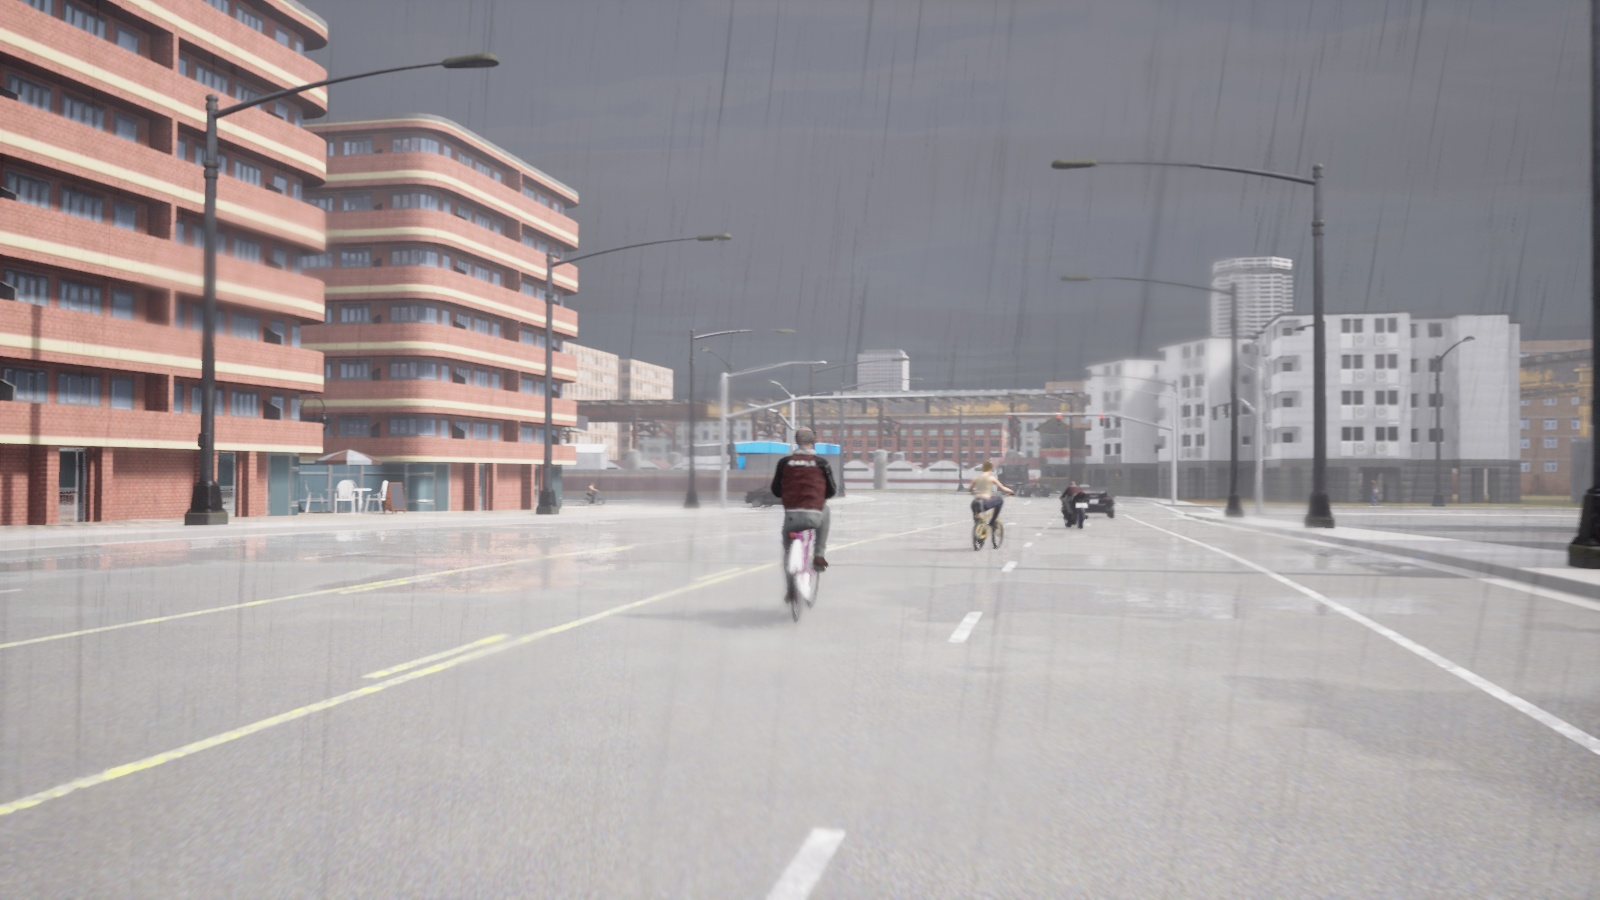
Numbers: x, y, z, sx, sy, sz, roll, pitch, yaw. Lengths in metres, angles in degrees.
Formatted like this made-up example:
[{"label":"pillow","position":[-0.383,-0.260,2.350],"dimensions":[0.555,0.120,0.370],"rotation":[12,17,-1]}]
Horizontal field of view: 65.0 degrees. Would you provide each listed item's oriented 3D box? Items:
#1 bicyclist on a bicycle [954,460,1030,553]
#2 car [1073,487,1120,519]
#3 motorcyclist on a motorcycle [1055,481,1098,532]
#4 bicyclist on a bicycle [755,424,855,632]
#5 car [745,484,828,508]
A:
[{"label":"bicyclist on a bicycle","position":[3.476,1.013,22.673],"dimensions":[0.866,1.612,1.509],"rotation":[0,-2,29]},{"label":"car","position":[14.336,2.540,60.916],"dimensions":[2.163,1.488,4.792],"rotation":[0,-2,12]},{"label":"motorcyclist on a motorcycle","position":[8.717,1.776,39.681],"dimensions":[0.866,1.530,2.191],"rotation":[0,-2,-1]},{"label":"bicyclist on a bicycle","position":[0.083,0.678,11.725],"dimensions":[0.659,1.776,1.843],"rotation":[1,-1,8]},{"label":"car","position":[-0.873,2.922,80.603],"dimensions":[5.008,1.535,1.882],"rotation":[-1,-2,26]}]
